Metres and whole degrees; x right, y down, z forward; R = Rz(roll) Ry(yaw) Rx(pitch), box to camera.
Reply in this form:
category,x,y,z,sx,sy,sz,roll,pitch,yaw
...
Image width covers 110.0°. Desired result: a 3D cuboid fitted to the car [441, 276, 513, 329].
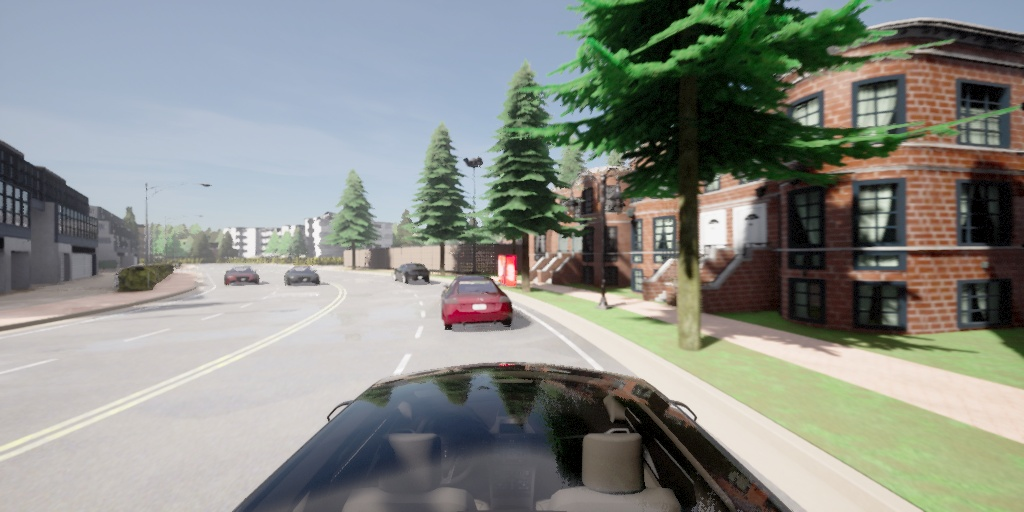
category,x,y,z,sx,sy,sz,roll,pitch,yaw
car,-1.246,1.318,11.450,1.994,1.385,4.181,0,0,-11

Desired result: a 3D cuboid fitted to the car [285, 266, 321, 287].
category,x,y,z,sx,sy,sz,roll,pitch,yaw
car,-15.152,1.425,25.882,1.994,1.385,4.181,0,0,-35

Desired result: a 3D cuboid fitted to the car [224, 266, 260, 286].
category,x,y,z,sx,sy,sz,roll,pitch,yaw
car,-20.188,1.467,26.800,1.994,1.385,4.181,-1,0,-39

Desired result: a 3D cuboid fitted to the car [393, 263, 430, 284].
category,x,y,z,sx,sy,sz,roll,pitch,yaw
car,-7.834,1.303,27.752,1.837,1.490,4.892,0,0,-31

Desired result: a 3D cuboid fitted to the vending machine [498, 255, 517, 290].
category,x,y,z,sx,sy,sz,roll,pitch,yaw
vending machine,-0.261,0.933,21.930,1.100,2.100,0.880,0,0,-23
